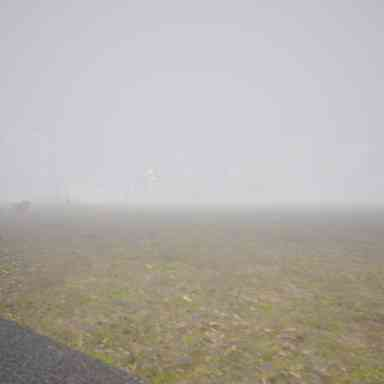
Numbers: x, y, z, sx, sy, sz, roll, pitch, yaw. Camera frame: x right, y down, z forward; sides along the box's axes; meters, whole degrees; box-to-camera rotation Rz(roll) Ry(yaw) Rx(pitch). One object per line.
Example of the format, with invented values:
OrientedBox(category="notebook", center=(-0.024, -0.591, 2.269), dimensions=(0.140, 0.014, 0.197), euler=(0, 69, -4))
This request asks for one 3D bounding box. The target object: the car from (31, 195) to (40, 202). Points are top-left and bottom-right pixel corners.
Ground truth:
OrientedBox(category="car", center=(-37.382, 1.494, 81.540), dimensions=(2.097, 1.767, 4.553), euler=(0, 0, 34))
